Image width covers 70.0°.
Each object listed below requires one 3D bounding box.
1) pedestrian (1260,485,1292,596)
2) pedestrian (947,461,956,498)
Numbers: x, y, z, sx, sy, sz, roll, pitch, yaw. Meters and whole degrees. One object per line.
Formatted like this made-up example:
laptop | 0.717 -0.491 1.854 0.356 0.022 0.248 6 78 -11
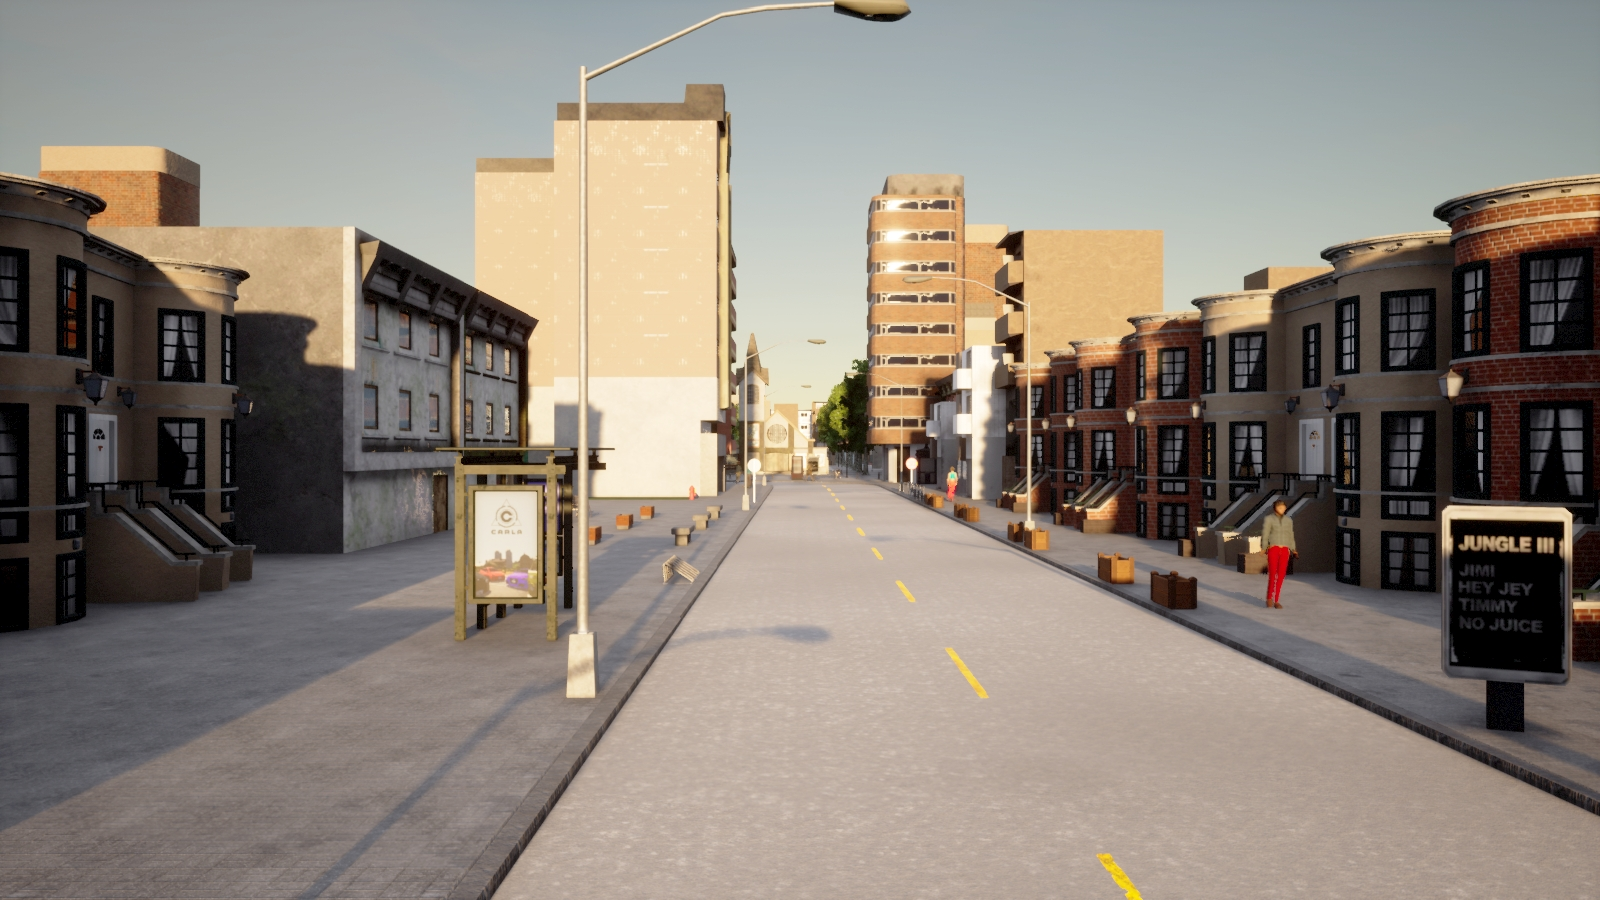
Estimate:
pedestrian | 8.063 1.525 19.354 0.375 1.860 0.375 0 0 0
pedestrian | 7.849 1.525 59.135 0.375 1.860 0.375 0 0 -2
